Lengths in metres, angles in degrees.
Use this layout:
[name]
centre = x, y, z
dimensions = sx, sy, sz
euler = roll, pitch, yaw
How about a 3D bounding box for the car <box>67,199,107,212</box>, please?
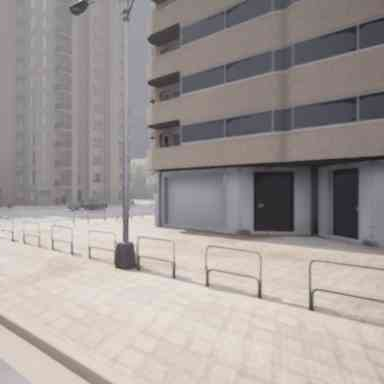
[car]
centre = -12.613, 1.582, 40.062
dimensions = 1.837, 1.490, 4.892
euler = 0, 0, 40
